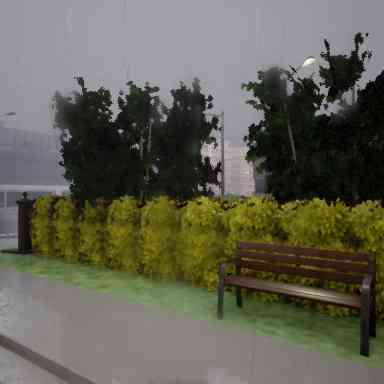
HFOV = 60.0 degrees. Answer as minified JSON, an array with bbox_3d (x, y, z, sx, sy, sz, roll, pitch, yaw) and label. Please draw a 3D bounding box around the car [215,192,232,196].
[{"bbox_3d":[6.523,0.697,67.883,1.882,1.535,5.008,0,1,35],"label":"car"}]
